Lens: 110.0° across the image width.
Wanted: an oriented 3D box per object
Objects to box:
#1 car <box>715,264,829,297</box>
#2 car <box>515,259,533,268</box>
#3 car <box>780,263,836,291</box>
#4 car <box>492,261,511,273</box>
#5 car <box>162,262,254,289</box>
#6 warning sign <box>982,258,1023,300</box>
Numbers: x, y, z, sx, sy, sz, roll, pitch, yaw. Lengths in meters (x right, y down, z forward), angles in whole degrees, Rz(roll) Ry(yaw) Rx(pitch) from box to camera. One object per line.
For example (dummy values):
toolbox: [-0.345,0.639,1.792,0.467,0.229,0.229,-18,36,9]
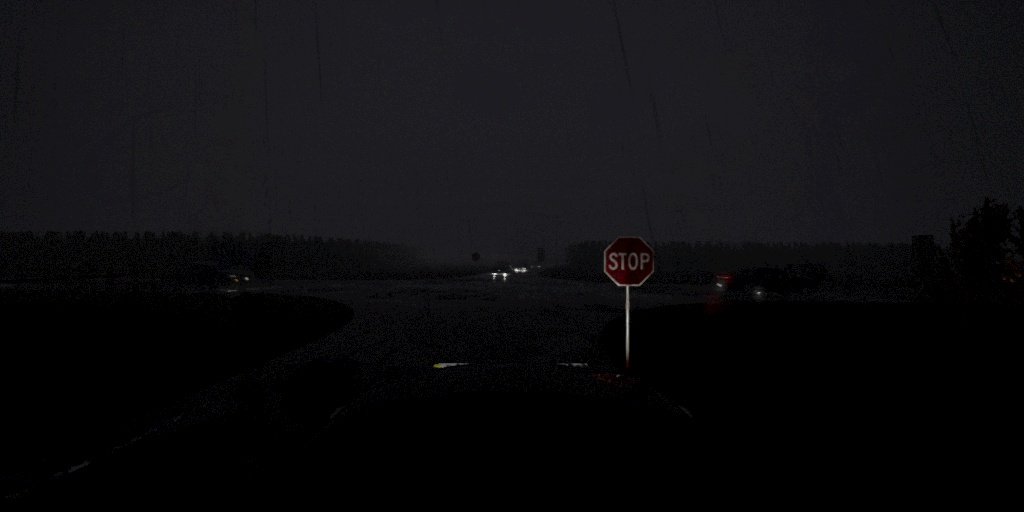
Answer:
car: [13.680,1.346,19.348,4.892,1.490,1.837,0,-1,1]
car: [1.764,1.281,61.738,2.128,1.511,4.902,0,0,13]
car: [17.560,1.226,22.838,4.553,1.767,2.097,0,0,6]
car: [-1.200,1.313,43.837,2.033,1.411,5.357,0,0,7]
car: [-18.324,1.133,21.695,4.892,1.490,1.837,0,0,4]
warning sign: [21.217,0.995,15.308,1.060,1.860,1.300,0,0,6]
